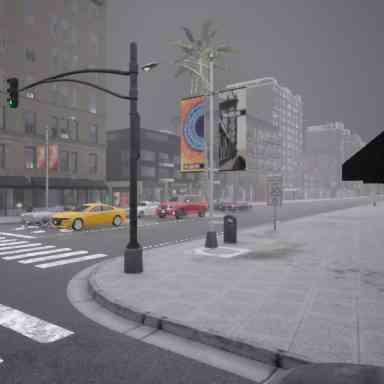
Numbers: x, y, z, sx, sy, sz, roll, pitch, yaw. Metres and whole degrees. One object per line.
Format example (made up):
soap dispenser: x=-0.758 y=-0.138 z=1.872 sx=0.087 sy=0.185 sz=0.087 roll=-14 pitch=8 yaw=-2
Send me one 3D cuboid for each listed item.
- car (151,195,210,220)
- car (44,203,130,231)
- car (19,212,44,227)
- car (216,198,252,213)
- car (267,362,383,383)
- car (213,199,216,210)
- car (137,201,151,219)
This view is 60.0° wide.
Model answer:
car: x=-0.765 y=1.257 z=29.457 sx=2.150 sy=2.045 sz=5.566 roll=0 pitch=0 yaw=35
car: x=-6.491 y=1.496 z=21.325 sx=1.882 sy=1.535 sz=5.008 roll=0 pitch=0 yaw=35
car: x=-9.254 y=1.615 z=23.065 sx=1.895 sy=1.301 sz=4.718 roll=0 pitch=0 yaw=35
car: x=5.000 y=1.657 z=37.623 sx=1.895 sy=1.301 sz=4.718 roll=0 pitch=0 yaw=35
car: x=2.206 y=1.551 z=1.274 sx=4.403 sy=1.369 sz=2.008 roll=0 pitch=0 yaw=35
car: x=3.346 y=1.533 z=40.910 sx=1.882 sy=1.535 sz=5.008 roll=0 pitch=0 yaw=36
car: x=-4.158 y=1.555 z=30.279 sx=1.812 sy=1.442 sz=4.674 roll=0 pitch=0 yaw=35
